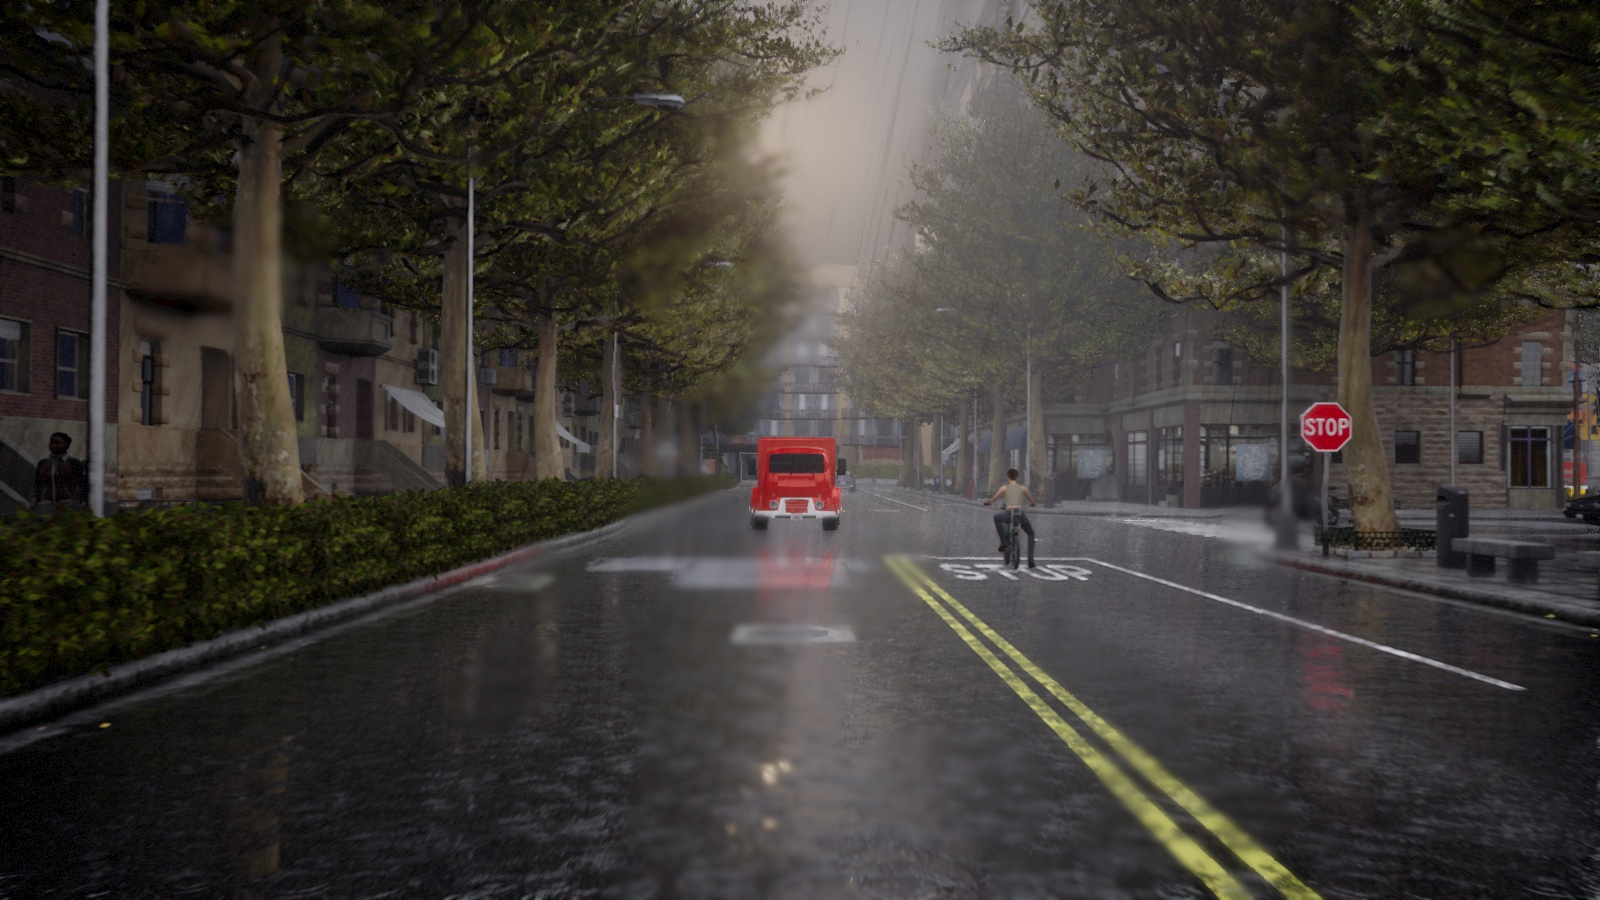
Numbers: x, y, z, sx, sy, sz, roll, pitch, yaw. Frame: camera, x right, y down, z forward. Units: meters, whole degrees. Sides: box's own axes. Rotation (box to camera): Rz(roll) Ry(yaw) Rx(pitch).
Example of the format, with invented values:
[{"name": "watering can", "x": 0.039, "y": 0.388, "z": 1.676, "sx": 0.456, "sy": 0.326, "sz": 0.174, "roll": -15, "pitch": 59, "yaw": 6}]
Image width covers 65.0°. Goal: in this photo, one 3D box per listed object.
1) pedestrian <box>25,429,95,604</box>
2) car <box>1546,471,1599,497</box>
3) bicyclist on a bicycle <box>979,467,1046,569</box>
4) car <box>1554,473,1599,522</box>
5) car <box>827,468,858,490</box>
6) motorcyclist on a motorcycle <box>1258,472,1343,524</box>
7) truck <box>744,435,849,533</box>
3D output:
[{"name": "pedestrian", "x": -8.377, "y": 0.743, "z": 14.236, "sx": 0.402, "sy": 1.930, "sz": 0.666, "roll": 0, "pitch": -1, "yaw": -2}, {"name": "car", "x": 41.384, "y": 1.830, "z": 67.294, "sx": 1.481, "sy": 1.376, "sz": 2.207, "roll": 0, "pitch": -1, "yaw": 0}, {"name": "bicyclist on a bicycle", "x": 3.468, "y": 1.082, "z": 20.620, "sx": 0.866, "sy": 1.612, "sz": 1.509, "roll": 0, "pitch": -1, "yaw": 1}, {"name": "car", "x": 25.920, "y": 1.390, "z": 37.712, "sx": 5.357, "sy": 1.411, "sz": 2.033, "roll": 0, "pitch": -1, "yaw": -1}, {"name": "car", "x": 3.262, "y": 2.211, "z": 97.405, "sx": 2.152, "sy": 1.651, "sz": 5.027, "roll": 0, "pitch": -1, "yaw": 0}, {"name": "motorcyclist on a motorcycle", "x": 14.979, "y": 1.419, "z": 37.593, "sx": 2.191, "sy": 1.530, "sz": 0.866, "roll": 0, "pitch": -1, "yaw": 0}, {"name": "truck", "x": -0.085, "y": 0.900, "z": 34.145, "sx": 2.627, "sy": 2.467, "sz": 5.204, "roll": 0, "pitch": -1, "yaw": 0}]
